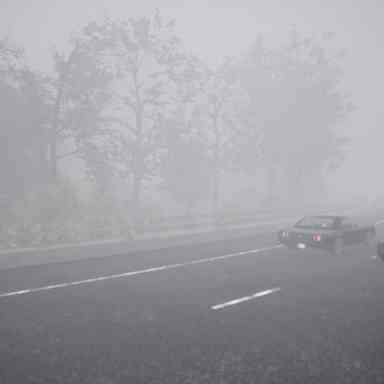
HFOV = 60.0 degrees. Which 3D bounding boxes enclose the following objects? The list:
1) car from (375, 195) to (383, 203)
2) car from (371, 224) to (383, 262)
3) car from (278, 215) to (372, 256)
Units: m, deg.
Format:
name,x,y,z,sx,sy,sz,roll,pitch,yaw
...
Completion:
name,x,y,z,sx,sy,sz,roll,pitch,yaw
car,36.173,1.278,62.689,2.033,1.411,5.357,0,0,13
car,7.431,1.555,10.103,4.718,1.301,1.895,0,0,-42
car,5.438,1.567,13.019,4.718,1.301,1.895,0,0,-42
